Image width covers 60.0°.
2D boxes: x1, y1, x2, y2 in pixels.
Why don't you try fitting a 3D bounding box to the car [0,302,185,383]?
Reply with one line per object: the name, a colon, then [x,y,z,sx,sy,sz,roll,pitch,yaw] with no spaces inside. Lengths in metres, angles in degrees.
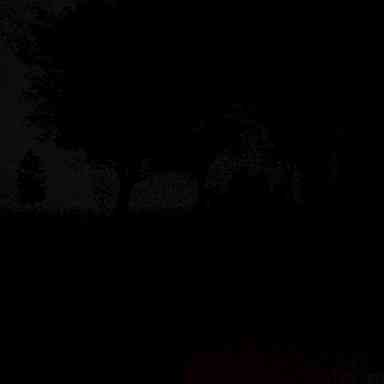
car: [-2.226,1.460,1.406,4.902,1.511,2.128,1,1,-36]
